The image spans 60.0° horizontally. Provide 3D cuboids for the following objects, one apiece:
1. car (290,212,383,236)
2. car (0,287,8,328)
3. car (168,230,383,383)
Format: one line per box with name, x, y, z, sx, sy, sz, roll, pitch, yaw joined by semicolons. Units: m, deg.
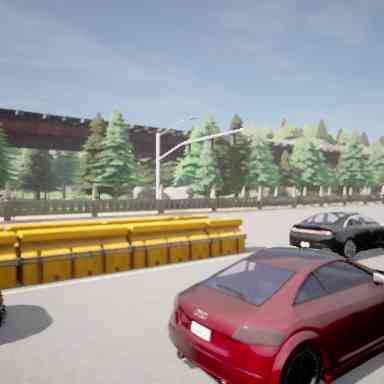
car;5.588;1.462;12.029;4.902;1.511;2.128;0;0;-35
car;-4.917;1.568;4.538;4.181;1.385;1.994;0;0;-35
car;1.732;1.554;4.981;4.181;1.385;1.994;0;0;-35
